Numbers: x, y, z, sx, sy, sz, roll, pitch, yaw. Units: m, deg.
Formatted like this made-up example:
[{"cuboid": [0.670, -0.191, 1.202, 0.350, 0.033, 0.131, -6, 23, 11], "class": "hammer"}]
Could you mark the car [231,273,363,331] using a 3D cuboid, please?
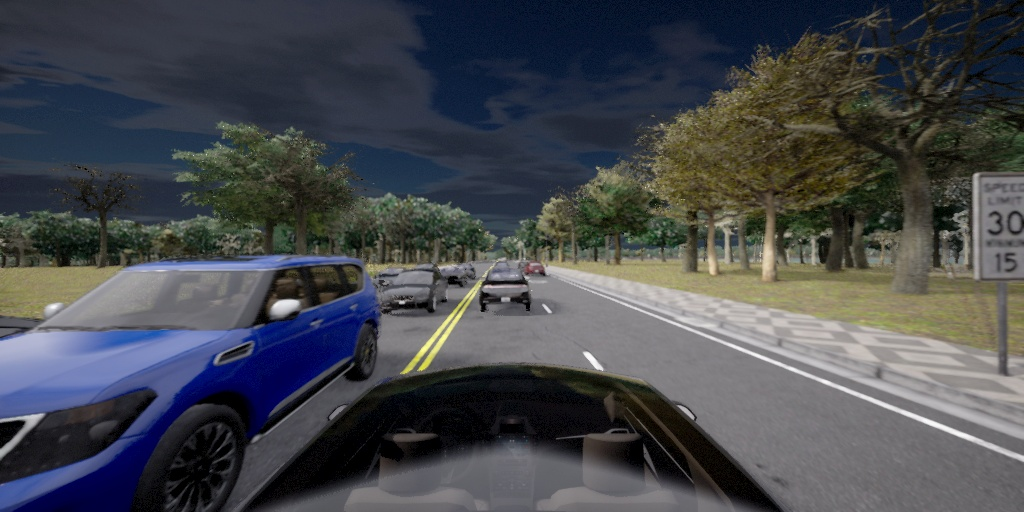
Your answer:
[{"cuboid": [-6.876, 1.387, 12.111, 1.994, 1.385, 4.181, -1, 0, -1], "class": "car"}]

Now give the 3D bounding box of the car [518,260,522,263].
[{"cuboid": [1.824, 1.226, 49.374, 2.128, 1.511, 4.902, -1, 0, -1], "class": "car"}]

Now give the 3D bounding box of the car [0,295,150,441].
[{"cuboid": [-6.616, 1.352, 3.317, 1.812, 1.442, 4.674, -1, 0, -1], "class": "car"}]

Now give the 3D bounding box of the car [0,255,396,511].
[{"cuboid": [-3.373, 1.009, 4.353, 2.150, 2.045, 5.566, -1, 0, -2], "class": "car"}]

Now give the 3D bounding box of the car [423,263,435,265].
[{"cuboid": [-7.390, 1.387, 30.970, 1.837, 1.490, 4.892, -1, 0, -2], "class": "car"}]

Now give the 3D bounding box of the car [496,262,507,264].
[{"cuboid": [-1.088, 1.324, 39.712, 1.994, 1.385, 4.181, -1, 0, -2], "class": "car"}]

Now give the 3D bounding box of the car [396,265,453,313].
[{"cuboid": [-3.701, 1.290, 14.258, 1.837, 1.490, 4.892, -1, 0, -2], "class": "car"}]

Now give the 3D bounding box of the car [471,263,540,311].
[{"cuboid": [-0.276, 1.237, 14.362, 2.128, 1.511, 4.902, -1, 0, -2], "class": "car"}]

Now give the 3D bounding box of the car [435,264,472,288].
[{"cuboid": [-4.007, 1.388, 24.091, 1.895, 1.301, 4.718, -1, 0, -2], "class": "car"}]

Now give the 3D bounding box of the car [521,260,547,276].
[{"cuboid": [2.233, 1.243, 35.519, 1.812, 1.442, 4.674, -1, 0, -2], "class": "car"}]
